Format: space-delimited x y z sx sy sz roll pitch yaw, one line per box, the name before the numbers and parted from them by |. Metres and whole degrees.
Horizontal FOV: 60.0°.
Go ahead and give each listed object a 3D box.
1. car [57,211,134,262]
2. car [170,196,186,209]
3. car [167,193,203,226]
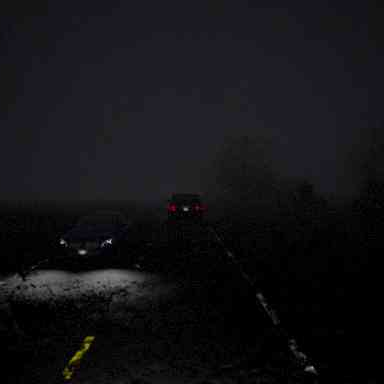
car | -3.227 1.450 11.925 1.812 1.442 4.674 0 0 -2
car | -1.765 1.245 41.016 1.837 1.490 4.892 0 1 -5
car | -0.485 1.080 22.023 2.150 2.045 5.566 0 1 -3
